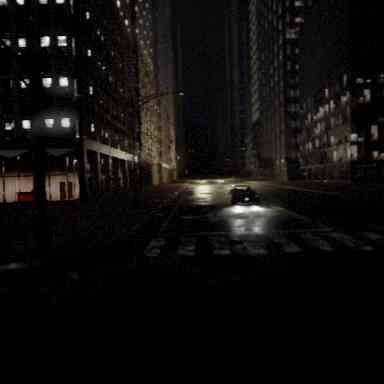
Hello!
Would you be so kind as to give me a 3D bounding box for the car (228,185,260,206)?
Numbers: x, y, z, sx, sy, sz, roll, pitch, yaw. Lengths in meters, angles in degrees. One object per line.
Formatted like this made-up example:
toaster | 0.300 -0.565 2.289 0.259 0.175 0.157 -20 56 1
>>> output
car | 3.729 0.185 24.416 1.994 1.385 4.181 -2 3 1
